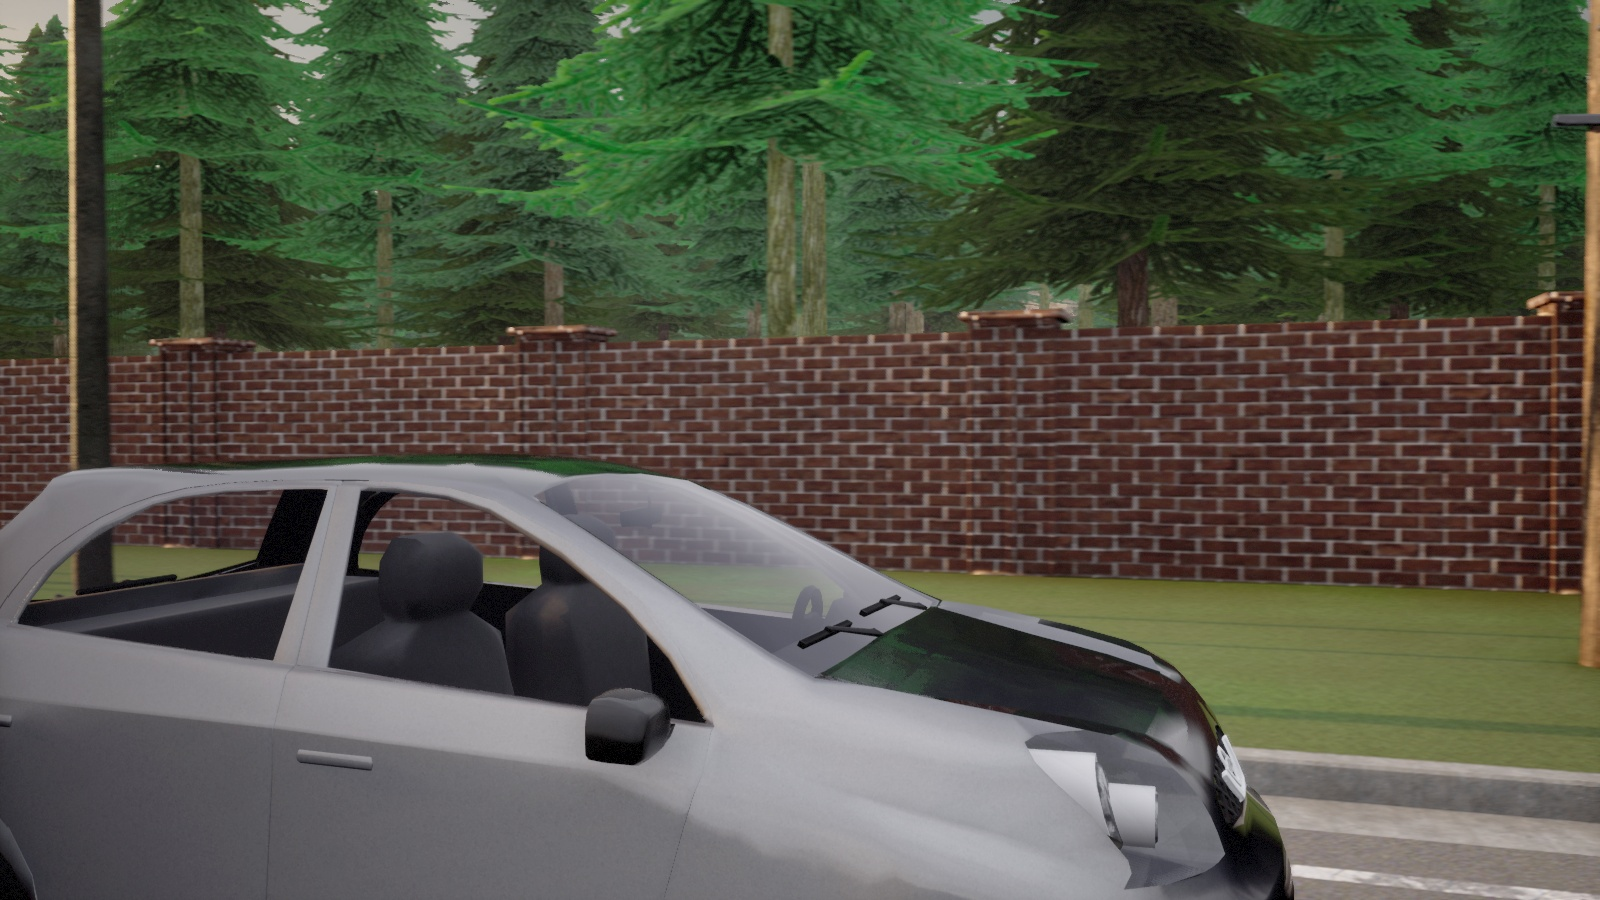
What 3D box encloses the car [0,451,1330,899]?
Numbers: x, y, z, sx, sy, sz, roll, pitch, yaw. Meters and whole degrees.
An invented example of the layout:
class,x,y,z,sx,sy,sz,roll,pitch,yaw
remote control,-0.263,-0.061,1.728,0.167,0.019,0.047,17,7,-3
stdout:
class,x,y,z,sx,sy,sz,roll,pitch,yaw
car,-0.614,0.784,3.400,3.633,1.501,1.845,1,1,19
